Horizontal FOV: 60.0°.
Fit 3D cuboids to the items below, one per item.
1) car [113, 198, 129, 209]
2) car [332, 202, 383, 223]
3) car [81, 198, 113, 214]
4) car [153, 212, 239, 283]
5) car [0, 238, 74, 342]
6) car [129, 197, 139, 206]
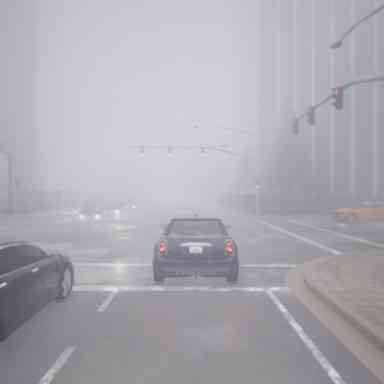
[{"bbox_3d":[-10.580,1.724,46.610,1.895,1.301,4.718,0,0,0],"label":"car"},{"bbox_3d":[13.274,1.489,25.199,5.008,1.535,1.882,0,0,0],"label":"car"},{"bbox_3d":[-10.589,1.449,36.693,2.097,1.767,4.553,0,0,0],"label":"car"},{"bbox_3d":[0.096,1.360,9.900,2.097,1.767,4.553,0,0,0],"label":"car"},{"bbox_3d":[-3.499,1.520,5.505,1.837,1.490,4.892,0,0,-2],"label":"car"},{"bbox_3d":[-10.524,1.655,58.426,1.837,1.490,4.892,0,1,0],"label":"car"}]
